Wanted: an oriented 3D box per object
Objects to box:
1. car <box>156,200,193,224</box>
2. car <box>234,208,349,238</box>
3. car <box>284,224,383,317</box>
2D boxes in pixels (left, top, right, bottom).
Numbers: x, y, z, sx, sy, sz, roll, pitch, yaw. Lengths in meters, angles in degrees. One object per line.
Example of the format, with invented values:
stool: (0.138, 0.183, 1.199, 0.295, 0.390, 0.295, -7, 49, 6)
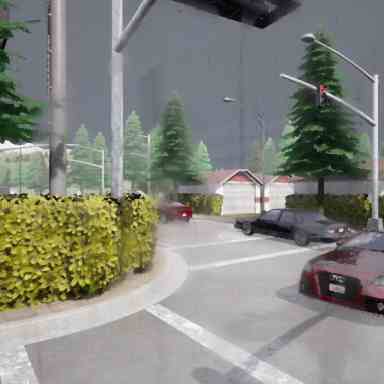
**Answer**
car: (-1.934, 1.305, 23.388, 1.882, 1.535, 5.008, -1, 1, -35)
car: (4.264, 1.421, 14.795, 2.033, 1.411, 5.357, 0, 2, -35)
car: (4.156, 1.504, 6.981, 4.181, 1.385, 1.994, 0, -1, -36)
